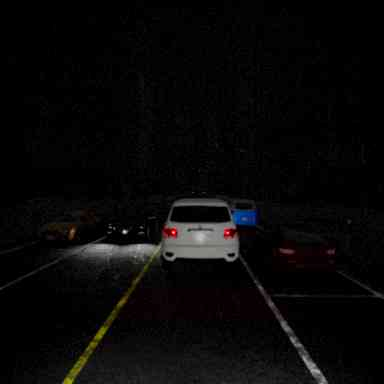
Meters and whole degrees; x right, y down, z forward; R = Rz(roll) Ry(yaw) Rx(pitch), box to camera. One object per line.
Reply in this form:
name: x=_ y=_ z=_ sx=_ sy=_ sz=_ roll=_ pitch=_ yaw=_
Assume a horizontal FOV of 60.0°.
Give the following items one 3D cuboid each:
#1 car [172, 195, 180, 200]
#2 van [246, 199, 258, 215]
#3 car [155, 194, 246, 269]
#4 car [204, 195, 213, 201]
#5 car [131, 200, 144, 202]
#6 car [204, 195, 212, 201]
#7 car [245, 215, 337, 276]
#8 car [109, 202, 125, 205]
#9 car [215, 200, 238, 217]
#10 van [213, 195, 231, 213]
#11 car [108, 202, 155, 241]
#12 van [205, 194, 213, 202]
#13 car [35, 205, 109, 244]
car: x=-4.370 y=1.470 z=91.519 sx=2.008 sy=1.369 sz=4.403 roll=0 pitch=0 yaw=1
van: x=3.085 y=1.326 z=21.076 sx=1.690 sy=1.788 sz=3.998 roll=0 pitch=0 yaw=1
car: x=0.254 y=1.210 z=11.189 sx=2.150 sy=2.045 sz=5.566 roll=0 pitch=0 yaw=1
car: x=3.995 y=1.514 z=81.042 sx=1.947 sy=1.339 sz=4.313 roll=0 pitch=0 yaw=1
car: x=-5.382 y=1.495 z=26.750 sx=1.887 sy=1.381 sz=4.507 roll=0 pitch=0 yaw=1
car: x=4.078 y=1.493 z=86.454 sx=1.887 sy=1.381 sz=4.507 roll=0 pitch=0 yaw=1
car: x=2.912 y=1.580 z=10.028 sx=1.802 sy=1.307 sz=4.206 roll=0 pitch=0 yaw=1
car: x=-5.466 y=1.501 z=21.225 sx=1.887 sy=1.381 sz=4.507 roll=0 pitch=0 yaw=1
car: x=3.256 y=1.518 z=32.125 sx=1.887 sy=1.381 sz=4.507 roll=0 pitch=0 yaw=1
van: x=3.343 y=1.310 z=37.649 sx=1.690 sy=1.788 sz=3.998 roll=0 pitch=0 yaw=1
car: x=-2.857 y=1.475 z=16.744 sx=1.837 sy=1.490 sz=4.892 roll=0 pitch=0 yaw=1
van: x=3.913 y=1.290 z=75.629 sx=1.690 sy=1.788 sz=3.998 roll=0 pitch=0 yaw=1
car: x=-5.552 y=1.488 z=15.531 sx=1.752 sy=1.417 sz=4.829 roll=0 pitch=0 yaw=1
